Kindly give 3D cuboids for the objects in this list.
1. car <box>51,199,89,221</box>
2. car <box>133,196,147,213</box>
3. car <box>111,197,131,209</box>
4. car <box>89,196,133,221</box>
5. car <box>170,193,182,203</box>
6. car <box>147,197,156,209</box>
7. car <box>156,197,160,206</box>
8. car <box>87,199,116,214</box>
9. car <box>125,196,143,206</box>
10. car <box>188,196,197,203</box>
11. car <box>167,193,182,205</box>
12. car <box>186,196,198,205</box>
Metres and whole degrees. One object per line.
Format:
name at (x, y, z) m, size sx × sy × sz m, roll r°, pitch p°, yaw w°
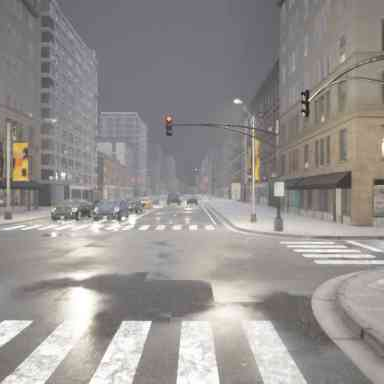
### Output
car at (-9.815, 1.355, 27.447) m, size 2.097 × 1.767 × 4.553 m, roll 0°, pitch 0°, yaw 0°
car at (-6.551, 1.494, 36.282) m, size 2.128 × 1.511 × 4.902 m, roll 0°, pitch 0°, yaw 0°
car at (-9.792, 1.527, 46.365) m, size 1.812 × 1.442 × 4.674 m, roll 0°, pitch 0°, yaw 0°
car at (-6.565, 1.355, 27.443) m, size 2.097 × 1.767 × 4.553 m, roll 0°, pitch 0°, yaw 0°
car at (-3.190, 1.216, 68.372) m, size 2.150 × 2.045 × 5.566 m, roll 0°, pitch 0°, yaw 0°
car at (-6.540, 1.479, 45.786) m, size 1.882 × 1.535 × 5.008 m, roll 0°, pitch 0°, yaw 0°
car at (-6.517, 1.524, 55.638) m, size 1.812 × 1.442 × 4.674 m, roll 0°, pitch 0°, yaw 1°
car at (-9.805, 1.508, 36.419) m, size 1.837 × 1.490 × 4.892 m, roll 0°, pitch 0°, yaw 0°
car at (-9.760, 1.489, 56.663) m, size 2.128 × 1.511 × 4.902 m, roll 0°, pitch 0°, yaw 1°
car at (0.060, 1.520, 68.339) m, size 1.812 × 1.442 × 4.674 m, roll 0°, pitch 0°, yaw 0°
car at (-3.199, 1.219, 57.953) m, size 2.150 × 2.045 × 5.566 m, roll 0°, pitch 0°, yaw 0°
car at (0.051, 1.502, 57.920) m, size 1.837 × 1.490 × 4.892 m, roll 0°, pitch 0°, yaw 0°
